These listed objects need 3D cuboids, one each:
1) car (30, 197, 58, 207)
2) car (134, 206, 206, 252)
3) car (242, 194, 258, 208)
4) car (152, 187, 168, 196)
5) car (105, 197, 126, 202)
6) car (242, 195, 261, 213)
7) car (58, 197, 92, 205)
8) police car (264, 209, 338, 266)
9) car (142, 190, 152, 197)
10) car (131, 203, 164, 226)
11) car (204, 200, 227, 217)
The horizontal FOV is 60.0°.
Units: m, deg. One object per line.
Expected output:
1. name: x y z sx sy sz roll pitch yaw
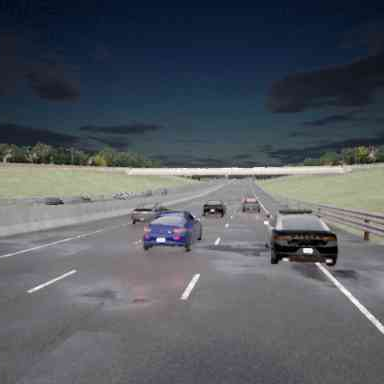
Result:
1. car: -17.753 1.432 40.831 2.128 1.511 4.902 0 1 9
2. car: -0.703 1.521 13.941 1.812 1.442 4.674 0 0 9
3. car: 8.090 1.172 46.391 2.097 1.767 4.553 0 1 9
4. car: -7.415 -0.116 81.400 2.150 2.045 5.566 0 2 9
5. car: -10.134 1.385 44.007 2.128 1.511 4.902 0 1 9
6. car: 6.458 1.440 36.182 2.128 1.511 4.902 0 0 10
7. car: -14.123 1.436 41.334 1.837 1.490 4.892 0 1 9
8. police car: 3.620 1.421 11.732 1.930 1.638 5.238 0 0 9
9. car: -10.934 0.367 81.574 1.837 1.490 4.892 0 2 9
10. car: -2.727 1.495 23.185 2.128 1.511 4.902 0 0 9
11. car: 2.228 1.462 31.713 1.882 1.535 5.008 0 0 9
